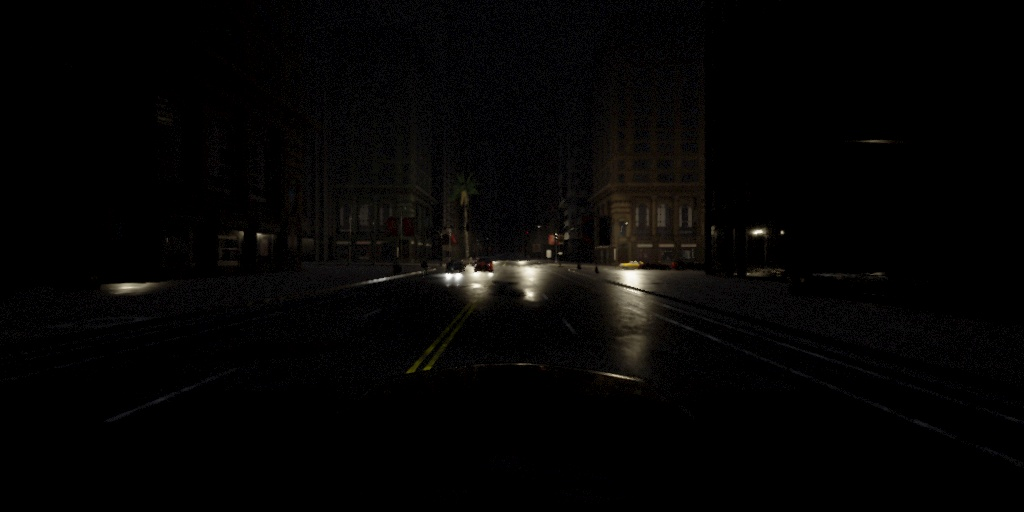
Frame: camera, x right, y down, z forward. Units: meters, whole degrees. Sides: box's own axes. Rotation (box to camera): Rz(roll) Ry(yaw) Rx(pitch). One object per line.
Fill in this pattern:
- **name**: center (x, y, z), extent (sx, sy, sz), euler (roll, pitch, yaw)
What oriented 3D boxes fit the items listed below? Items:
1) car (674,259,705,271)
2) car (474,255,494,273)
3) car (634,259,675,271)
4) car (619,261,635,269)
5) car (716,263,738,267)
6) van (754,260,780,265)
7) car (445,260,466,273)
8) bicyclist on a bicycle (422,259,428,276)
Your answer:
- **car**: center (25.793, 1.343, 52.078), extent (5.009, 1.841, 2.192), euler (0, 0, 0)
- **car**: center (-3.295, 1.041, 42.453), extent (2.097, 1.767, 4.553), euler (0, 0, 0)
- **car**: center (20.706, 1.504, 52.094), extent (4.507, 1.381, 1.888), euler (0, 0, 0)
- **car**: center (20.563, 1.496, 60.622), extent (4.829, 1.417, 1.751), euler (0, 0, 0)
- **car**: center (30.880, 1.680, 52.063), extent (4.207, 1.307, 1.802), euler (0, 0, 0)
- **van**: center (35.967, 1.508, 52.048), extent (3.998, 1.789, 1.690), euler (0, 0, 0)
- **car**: center (-6.547, 1.182, 42.091), extent (2.128, 1.511, 4.902), euler (0, 0, 0)
- **bicyclist on a bicycle**: center (-8.614, 1.157, 35.384), extent (0.582, 1.620, 1.656), euler (0, 0, 1)
